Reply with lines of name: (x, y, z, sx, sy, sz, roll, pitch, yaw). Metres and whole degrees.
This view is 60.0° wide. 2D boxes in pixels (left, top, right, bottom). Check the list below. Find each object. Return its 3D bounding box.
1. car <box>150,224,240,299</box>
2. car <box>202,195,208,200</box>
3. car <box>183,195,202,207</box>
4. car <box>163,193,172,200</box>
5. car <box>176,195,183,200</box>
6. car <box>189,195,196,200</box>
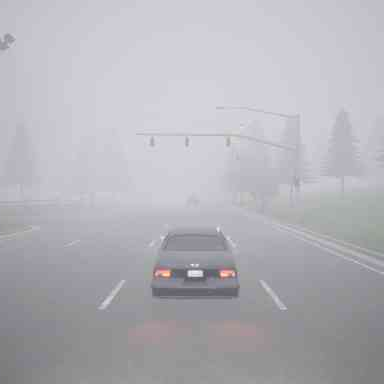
car: (0.079, 1.547, 8.633, 2.033, 1.411, 5.357, 0, 0, 1)
car: (3.644, 1.500, 94.143, 1.837, 1.490, 4.892, 0, 0, 0)
car: (0.078, 1.352, 52.672, 2.097, 1.767, 4.553, 0, 0, 0)
car: (-6.856, 1.225, 94.189, 2.150, 2.045, 5.566, 0, 0, 0)
car: (-3.356, 1.524, 94.154, 1.812, 1.442, 4.674, 0, 0, 0)
car: (0.144, 1.540, 94.148, 2.033, 1.411, 5.357, 0, 0, 0)
